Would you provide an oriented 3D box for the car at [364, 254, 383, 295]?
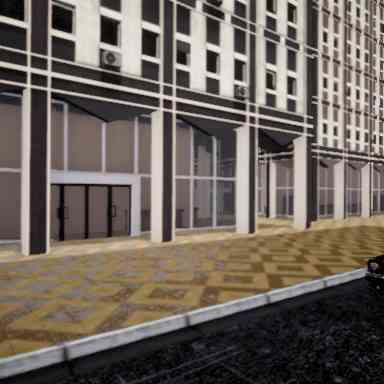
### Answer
[{"bbox_3d":[5.979,1.638,7.630,4.718,1.301,1.895,0,0,-35],"label":"car"}]
